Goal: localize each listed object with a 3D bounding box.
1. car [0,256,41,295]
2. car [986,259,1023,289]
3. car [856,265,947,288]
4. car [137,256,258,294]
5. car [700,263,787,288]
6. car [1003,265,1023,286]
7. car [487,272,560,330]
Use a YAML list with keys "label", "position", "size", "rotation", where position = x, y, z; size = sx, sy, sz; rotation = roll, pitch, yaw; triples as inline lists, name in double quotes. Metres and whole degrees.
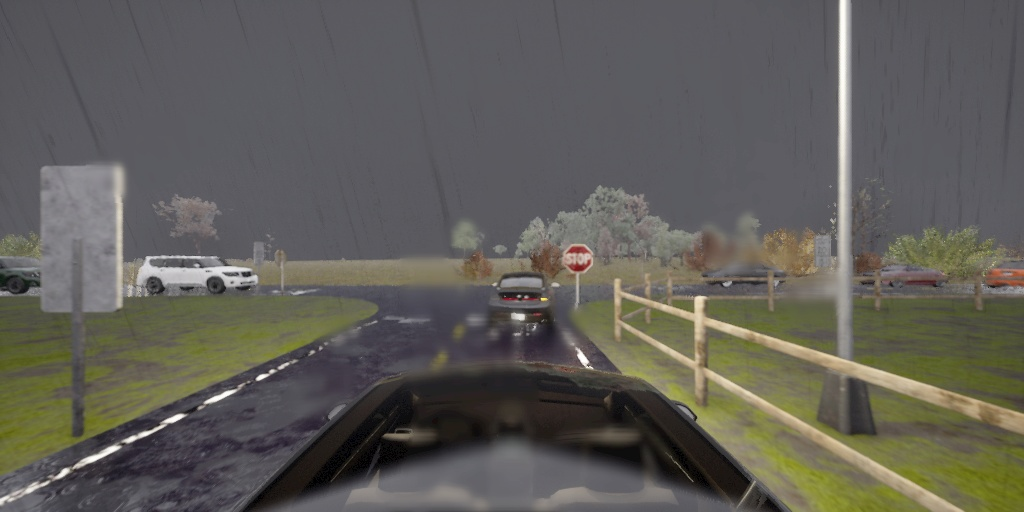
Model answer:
- label: "car"
  position: [-28.137, 1.030, 20.122]
  size: [5.566, 2.045, 2.150]
  rotation: [0, 0, 1]
- label: "car"
  position: [29.333, 1.017, 19.659]
  size: [4.553, 1.767, 2.097]
  rotation: [0, 0, 0]
- label: "car"
  position: [24.498, 1.232, 22.646]
  size: [4.181, 1.385, 1.994]
  rotation: [0, 0, 1]
- label: "car"
  position: [-17.449, 0.999, 20.026]
  size: [5.566, 2.045, 2.150]
  rotation: [0, 0, 0]
- label: "car"
  position: [14.554, 1.194, 22.729]
  size: [4.892, 1.490, 1.837]
  rotation: [0, 0, 0]
- label: "car"
  position: [34.573, 1.255, 22.561]
  size: [4.718, 1.301, 1.895]
  rotation: [0, 0, 0]
- label: "car"
  position: [0.404, 1.245, 11.183]
  size: [1.837, 1.490, 4.892]
  rotation: [0, 0, 5]
